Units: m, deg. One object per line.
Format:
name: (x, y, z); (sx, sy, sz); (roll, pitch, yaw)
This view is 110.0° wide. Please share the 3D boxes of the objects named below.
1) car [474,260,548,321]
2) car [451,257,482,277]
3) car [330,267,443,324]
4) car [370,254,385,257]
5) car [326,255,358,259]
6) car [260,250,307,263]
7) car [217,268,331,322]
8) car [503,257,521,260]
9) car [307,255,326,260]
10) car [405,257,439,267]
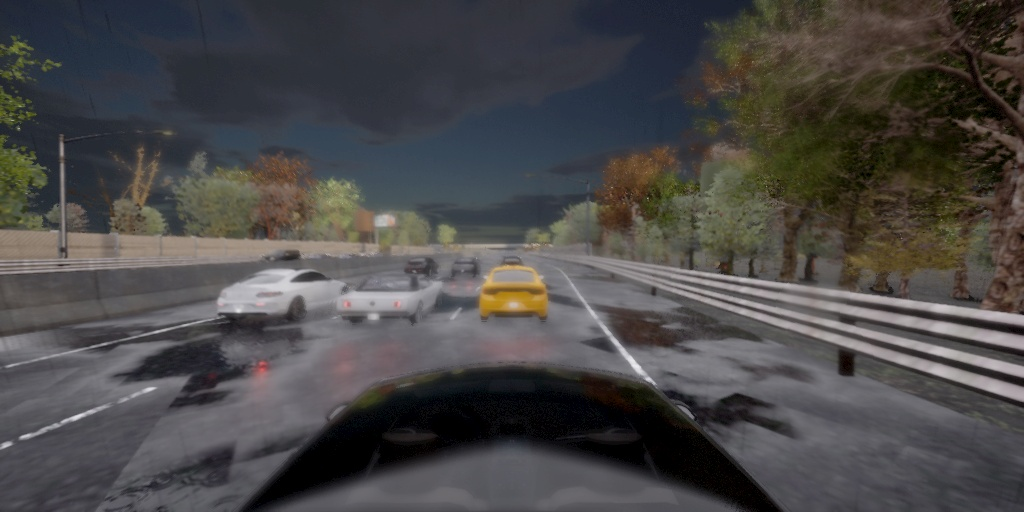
car: (0.054, 1.059, 11.680); (1.882, 1.535, 5.008); (0, 1, 0)
car: (-3.490, 0.806, 27.812); (2.128, 1.511, 4.902); (0, 1, 0)
car: (-3.445, 1.192, 11.160); (1.895, 1.301, 4.718); (0, 1, 0)
car: (-17.705, 0.504, 46.926); (2.128, 1.511, 4.902); (0, 1, 0)
car: (-21.202, 0.570, 46.201); (2.033, 1.411, 5.357); (0, 1, 0)
car: (-28.173, 0.278, 44.039); (2.150, 2.045, 5.566); (0, 1, 0)
car: (-6.947, 1.113, 11.428); (1.812, 1.442, 4.674); (0, 1, 0)
car: (0.011, 0.814, 28.098); (1.837, 1.490, 4.892); (0, 1, 0)
car: (-24.699, 0.571, 46.117); (2.033, 1.411, 5.357); (0, 1, 0)
car: (-6.989, 0.815, 28.103); (1.837, 1.490, 4.892); (0, 1, 0)
